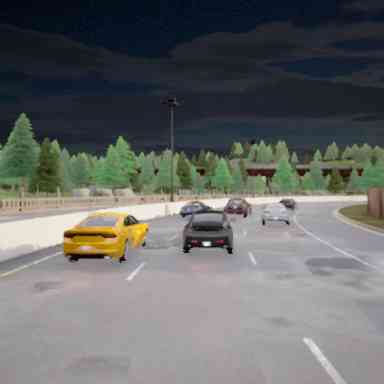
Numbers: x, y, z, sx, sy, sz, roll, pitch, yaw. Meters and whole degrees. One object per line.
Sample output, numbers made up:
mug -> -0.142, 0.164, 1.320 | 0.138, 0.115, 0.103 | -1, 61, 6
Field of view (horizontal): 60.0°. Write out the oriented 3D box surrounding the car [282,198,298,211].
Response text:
car -> 11.973, 1.536, 41.310 | 1.837, 1.490, 4.892 | 0, -1, 24

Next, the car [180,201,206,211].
car -> 0.433, 1.572, 30.491 | 2.033, 1.411, 5.357 | 0, 0, 16

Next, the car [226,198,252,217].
car -> 4.409, 1.378, 31.302 | 2.097, 1.767, 4.553 | 0, 0, 17

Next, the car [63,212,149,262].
car -> -2.917, 1.488, 12.257 | 1.882, 1.535, 5.008 | 0, 0, 4

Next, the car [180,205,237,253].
car -> 0.755, 1.516, 13.788 | 1.837, 1.490, 4.892 | 0, 0, 6

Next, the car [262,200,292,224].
car -> 6.182, 1.546, 24.755 | 1.812, 1.442, 4.674 | 0, 0, 13
